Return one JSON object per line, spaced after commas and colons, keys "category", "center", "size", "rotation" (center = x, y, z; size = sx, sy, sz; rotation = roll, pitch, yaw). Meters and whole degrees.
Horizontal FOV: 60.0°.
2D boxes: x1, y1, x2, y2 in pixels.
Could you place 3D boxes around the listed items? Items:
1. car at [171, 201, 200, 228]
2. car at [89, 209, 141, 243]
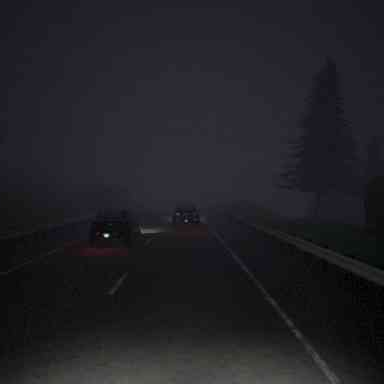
{"category": "car", "center": [-0.443, 1.652, 23.594], "size": [2.128, 1.511, 4.902], "rotation": [0, 0, -2]}
{"category": "car", "center": [-3.743, 1.621, 16.692], "size": [1.837, 1.490, 4.892], "rotation": [0, 0, -2]}
